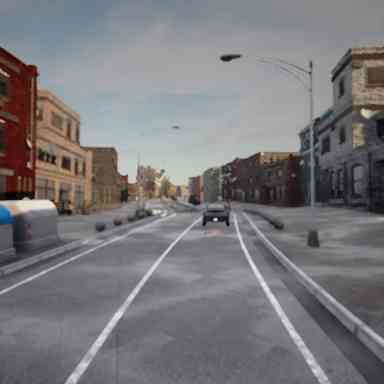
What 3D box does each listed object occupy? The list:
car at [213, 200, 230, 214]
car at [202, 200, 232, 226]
[{"bbox_3d":[3.798,1.890,42.396,2.033,1.649,4.856,0,-3,6],"label":"car"},{"bbox_3d":[1.797,1.548,24.194,1.837,1.490,4.892,0,0,6],"label":"car"}]
